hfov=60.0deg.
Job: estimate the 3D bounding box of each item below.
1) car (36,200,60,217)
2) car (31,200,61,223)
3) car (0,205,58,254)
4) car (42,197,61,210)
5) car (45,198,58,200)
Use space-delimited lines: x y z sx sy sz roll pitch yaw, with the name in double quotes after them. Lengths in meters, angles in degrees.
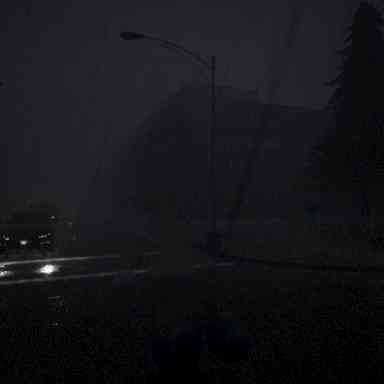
-13.989 1.540 32.533 1.994 1.385 4.181 0 0 -21 "car"
-9.538 1.472 21.115 2.128 1.511 4.902 0 0 -21 "car"
-6.625 1.489 13.623 1.837 1.490 4.892 0 0 -21 "car"
-18.261 1.463 43.477 2.128 1.511 4.902 0 0 -21 "car"
-11.674 1.483 26.594 1.837 1.490 4.892 0 0 -21 "car"
